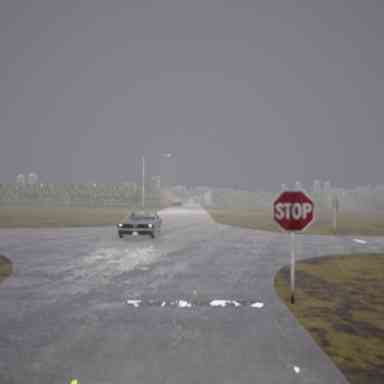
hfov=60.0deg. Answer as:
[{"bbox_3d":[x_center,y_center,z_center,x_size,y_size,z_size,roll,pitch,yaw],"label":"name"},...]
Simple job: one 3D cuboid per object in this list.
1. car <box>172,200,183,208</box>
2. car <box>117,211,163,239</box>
[{"bbox_3d":[-2.657,2.180,62.063,1.895,1.301,4.718,0,-1,0],"label":"car"},{"bbox_3d":[-2.716,1.711,18.120,1.895,1.301,4.718,1,-1,0],"label":"car"}]
